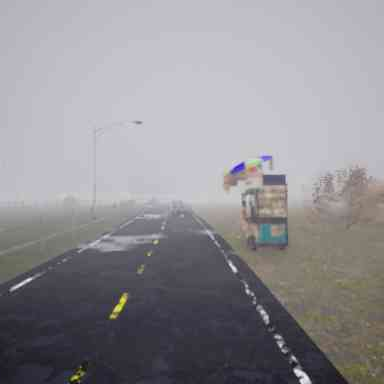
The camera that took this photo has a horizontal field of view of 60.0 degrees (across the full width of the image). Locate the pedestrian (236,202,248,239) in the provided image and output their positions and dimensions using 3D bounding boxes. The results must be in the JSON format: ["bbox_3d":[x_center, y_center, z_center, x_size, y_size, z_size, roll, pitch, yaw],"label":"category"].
[{"bbox_3d":[2.485,1.343,16.016,0.375,1.860,0.375,1,-1,0],"label":"pedestrian"}]

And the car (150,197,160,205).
[{"bbox_3d":[-7.748,1.854,69.009,1.812,1.442,4.674,0,0,-8],"label":"car"}]

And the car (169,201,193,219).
[{"bbox_3d":[-0.932,1.717,30.121,1.895,1.301,4.718,0,0,-3],"label":"car"}]

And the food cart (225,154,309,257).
[{"bbox_3d":[2.867,0.514,14.010,2.280,3.560,4.660,-1,-1,-2],"label":"food cart"}]
